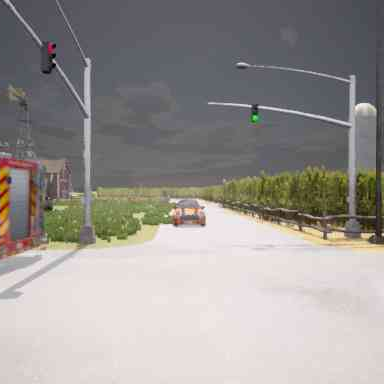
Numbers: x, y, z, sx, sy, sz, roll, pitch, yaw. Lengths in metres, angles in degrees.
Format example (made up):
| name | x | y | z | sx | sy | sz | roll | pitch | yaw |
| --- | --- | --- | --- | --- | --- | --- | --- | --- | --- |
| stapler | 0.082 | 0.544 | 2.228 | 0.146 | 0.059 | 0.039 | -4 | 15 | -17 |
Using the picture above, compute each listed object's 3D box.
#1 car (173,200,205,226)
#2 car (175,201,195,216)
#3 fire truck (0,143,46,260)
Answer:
| name | x | y | z | sx | sy | sz | roll | pitch | yaw |
| --- | --- | --- | --- | --- | --- | --- | --- | --- | --- |
| car | -0.241 | 1.387 | 23.721 | 2.097 | 1.767 | 4.553 | 0 | 0 | -3 |
| car | -0.731 | 1.635 | 33.952 | 1.895 | 1.301 | 4.718 | 0 | 0 | -3 |
| fire truck | -9.449 | 0.360 | 10.550 | 8.468 | 3.827 | 2.891 | 1 | 0 | 2 |
